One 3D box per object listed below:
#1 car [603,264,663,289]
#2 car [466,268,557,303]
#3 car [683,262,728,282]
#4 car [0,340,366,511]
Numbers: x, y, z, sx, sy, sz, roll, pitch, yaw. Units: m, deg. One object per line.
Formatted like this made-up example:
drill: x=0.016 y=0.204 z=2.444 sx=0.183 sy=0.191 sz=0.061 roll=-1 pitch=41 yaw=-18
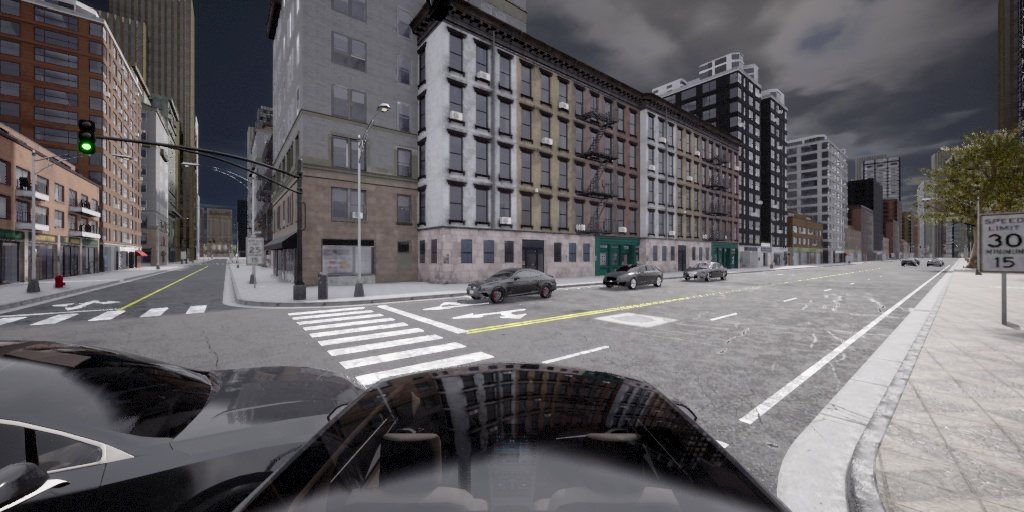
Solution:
car: x=7.829 y=1.260 z=22.992 sx=4.892 sy=1.490 sz=1.837 roll=0 pitch=0 yaw=-38
car: x=0.090 y=1.288 z=16.827 sx=4.674 sy=1.442 sz=1.812 roll=0 pitch=0 yaw=-39
car: x=15.889 y=1.238 z=29.400 sx=4.902 sy=1.511 sz=2.128 roll=0 pitch=0 yaw=-38
car: x=-3.209 y=1.257 z=1.880 sx=4.892 sy=1.490 sz=1.837 roll=0 pitch=0 yaw=-34
